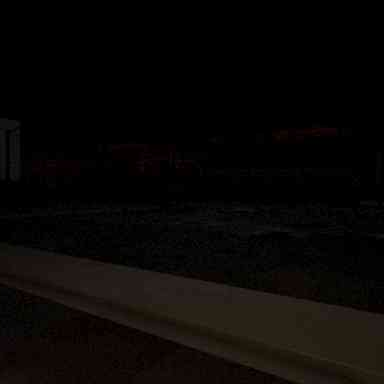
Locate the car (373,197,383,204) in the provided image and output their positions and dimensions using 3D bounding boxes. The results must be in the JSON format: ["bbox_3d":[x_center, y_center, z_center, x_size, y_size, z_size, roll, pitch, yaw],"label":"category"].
[{"bbox_3d":[37.525,1.734,65.324,2.038,1.542,4.974,1,1,6],"label":"car"}]

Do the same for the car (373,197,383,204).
[{"bbox_3d":[37.532,1.576,65.374,1.853,1.218,4.536,1,1,6],"label":"car"}]
